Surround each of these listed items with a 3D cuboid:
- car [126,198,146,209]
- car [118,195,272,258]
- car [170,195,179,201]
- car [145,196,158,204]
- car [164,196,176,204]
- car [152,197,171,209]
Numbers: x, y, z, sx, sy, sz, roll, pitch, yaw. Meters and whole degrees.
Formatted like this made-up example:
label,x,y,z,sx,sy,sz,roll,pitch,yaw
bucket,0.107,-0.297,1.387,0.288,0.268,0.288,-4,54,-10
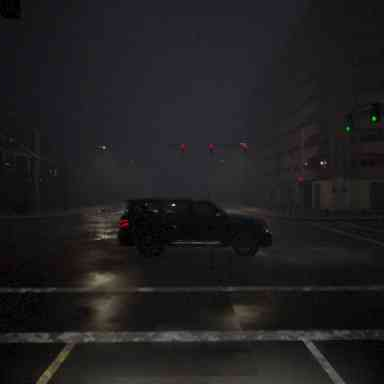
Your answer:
label,x,y,z,sx,sy,sz,roll,pitch,yaw
car,-7.428,1.516,44.344,1.895,1.301,4.718,0,0,0
car,0.082,1.247,12.359,5.566,2.045,2.150,0,0,-1
car,-4.101,1.373,79.094,1.812,1.442,4.674,0,0,0
car,-7.525,1.407,61.826,1.812,1.442,4.674,0,0,0
car,-4.022,1.483,61.838,1.895,1.301,4.718,0,0,0
car,-3.923,1.407,43.823,2.128,1.511,4.902,0,0,0
